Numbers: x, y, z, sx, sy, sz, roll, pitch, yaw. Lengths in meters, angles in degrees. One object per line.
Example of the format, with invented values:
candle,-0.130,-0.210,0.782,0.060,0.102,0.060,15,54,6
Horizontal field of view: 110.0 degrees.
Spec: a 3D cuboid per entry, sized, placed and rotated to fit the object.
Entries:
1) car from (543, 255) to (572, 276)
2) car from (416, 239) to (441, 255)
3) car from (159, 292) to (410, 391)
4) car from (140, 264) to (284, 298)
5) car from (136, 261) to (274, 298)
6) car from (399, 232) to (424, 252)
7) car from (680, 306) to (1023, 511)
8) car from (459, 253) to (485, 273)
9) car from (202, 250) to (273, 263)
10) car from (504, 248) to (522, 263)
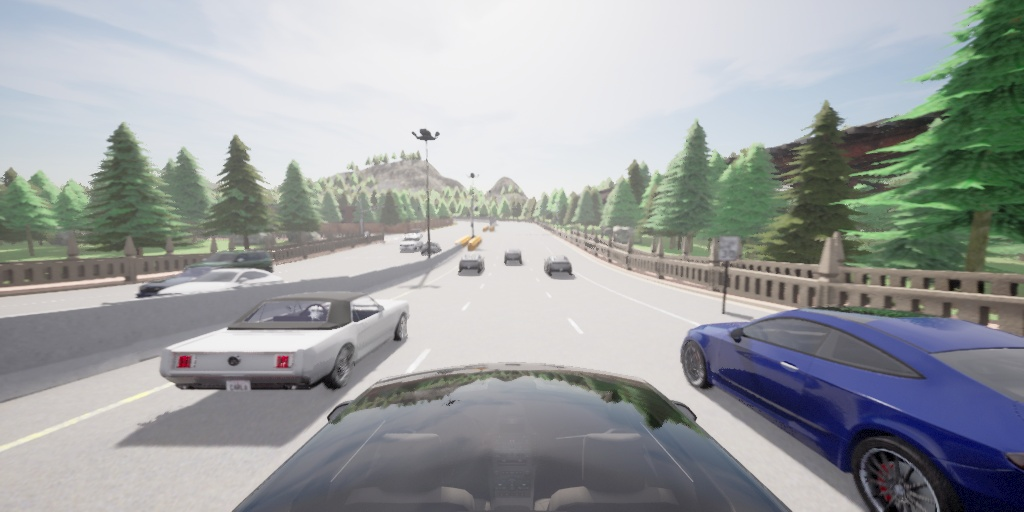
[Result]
car,3.606,0.662,28.665,2.128,1.511,4.902,0,3,0
car,-10.548,-1.069,46.730,1.837,1.490,4.892,0,8,0
car,-3.398,1.315,6.685,1.895,1.301,4.718,0,0,0
car,-10.596,1.192,13.503,1.812,1.442,4.674,0,0,0
car,-14.095,1.177,16.822,2.033,1.411,5.357,0,1,0
car,-13.994,-1.776,50.138,2.150,2.045,5.566,0,8,1
car,3.601,1.261,3.807,1.812,1.442,4.674,0,0,0
car,-3.393,0.520,30.810,2.128,1.511,4.902,0,4,0
car,-17.594,0.699,22.641,2.150,2.045,5.566,0,2,0
car,0.108,-0.161,38.755,2.128,1.511,4.902,0,6,0
